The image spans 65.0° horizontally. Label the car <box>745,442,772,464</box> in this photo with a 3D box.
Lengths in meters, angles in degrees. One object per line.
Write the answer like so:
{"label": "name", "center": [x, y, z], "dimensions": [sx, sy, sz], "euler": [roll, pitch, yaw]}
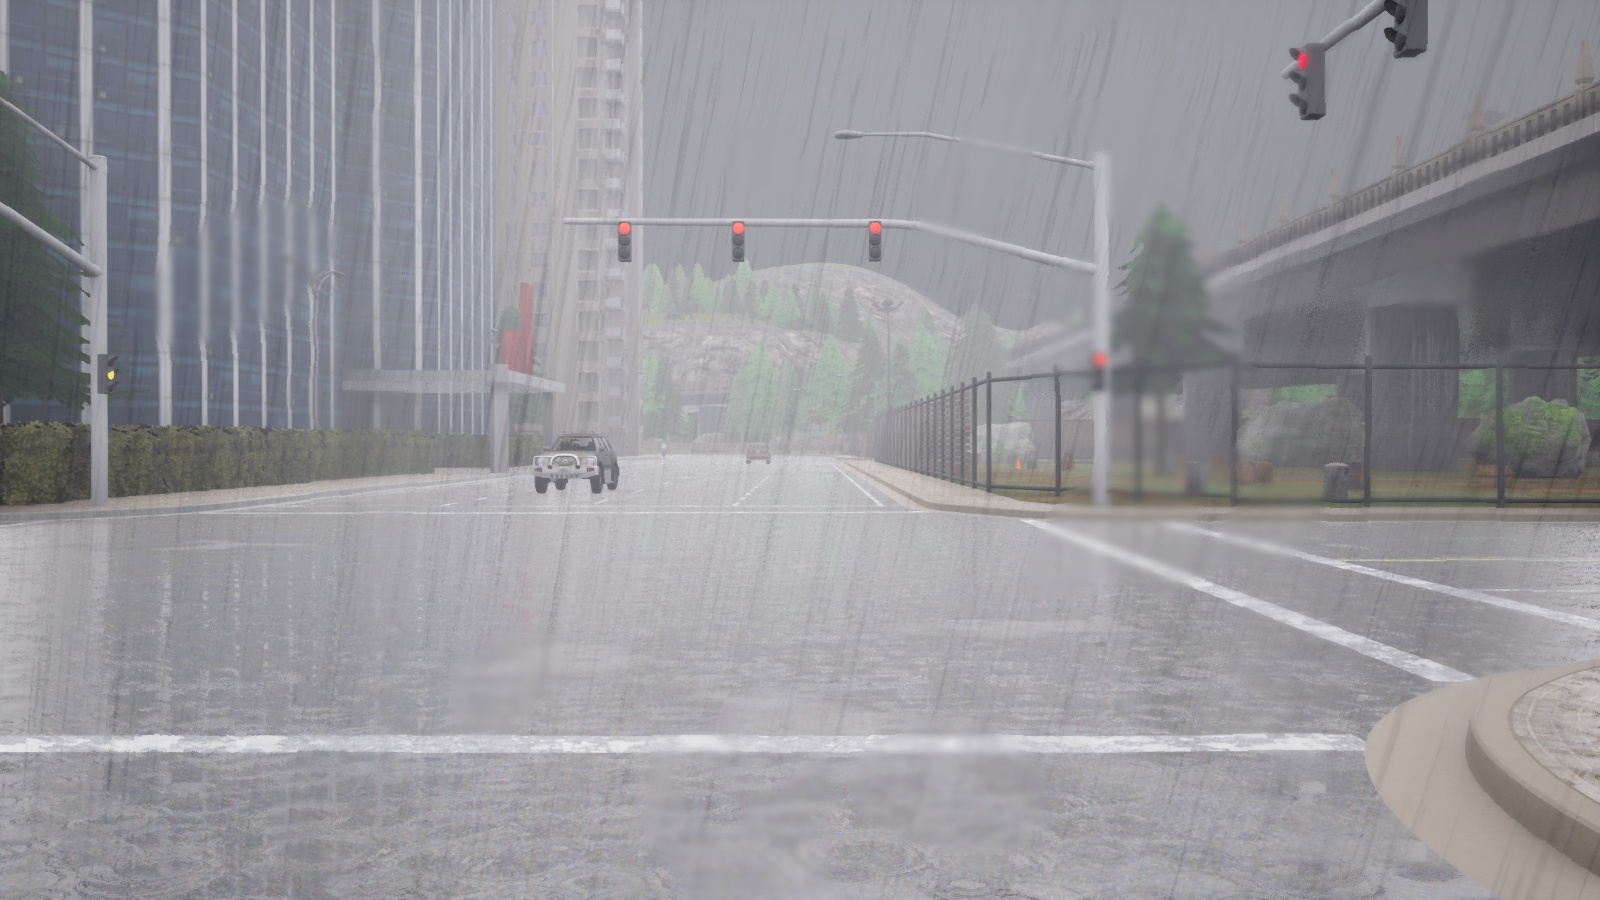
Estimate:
{"label": "car", "center": [-2.969, 0.214, 90.517], "dimensions": [1.789, 1.549, 3.705], "euler": [0, 1, 0]}

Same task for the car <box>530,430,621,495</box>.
{"label": "car", "center": [-6.765, 0.341, 38.320], "dimensions": [1.932, 1.855, 4.605], "euler": [0, 0, 0]}
